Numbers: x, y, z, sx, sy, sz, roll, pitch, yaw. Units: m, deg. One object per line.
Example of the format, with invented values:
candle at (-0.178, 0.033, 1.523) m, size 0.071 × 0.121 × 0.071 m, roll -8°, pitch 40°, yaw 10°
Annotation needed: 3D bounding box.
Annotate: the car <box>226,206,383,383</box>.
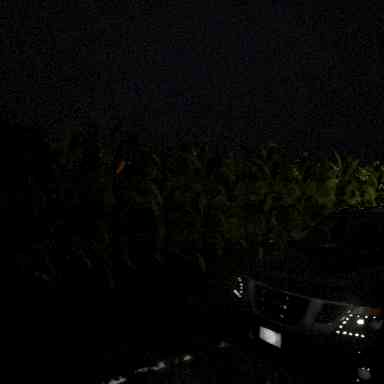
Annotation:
car at (3.118, 1.278, 5.295) m, size 5.566 × 2.045 × 2.150 m, roll 1°, pitch 0°, yaw -36°
